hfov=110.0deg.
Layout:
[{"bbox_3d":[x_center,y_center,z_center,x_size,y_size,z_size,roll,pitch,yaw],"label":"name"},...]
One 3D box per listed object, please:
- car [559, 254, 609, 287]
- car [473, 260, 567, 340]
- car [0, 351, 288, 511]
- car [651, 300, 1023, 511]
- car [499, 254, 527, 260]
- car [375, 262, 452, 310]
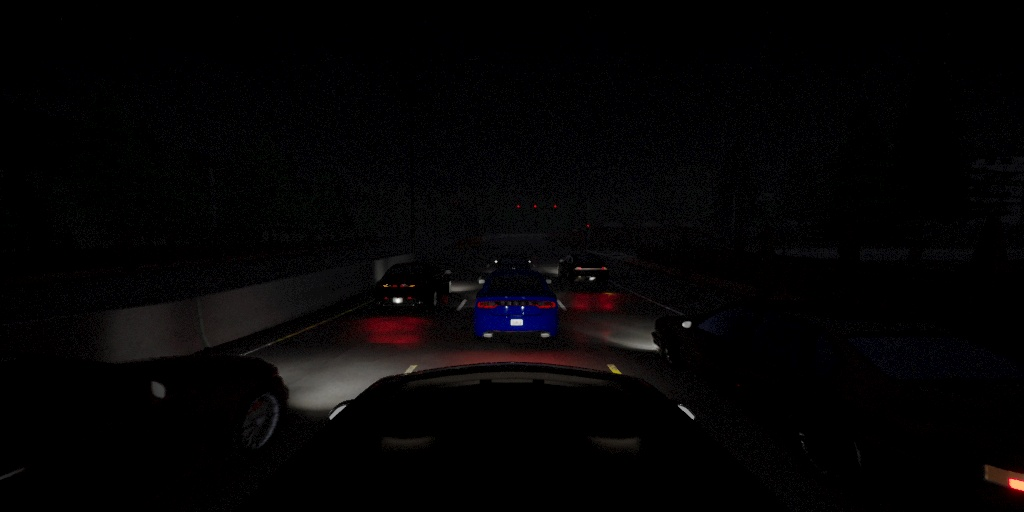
[{"bbox_3d":[3.558,0.620,18.319,2.128,1.511,4.902,0,4,0],"label":"car"},{"bbox_3d":[0.088,1.078,9.588,1.882,1.535,5.008,0,2,0],"label":"car"},{"bbox_3d":[-3.400,1.277,2.033,1.812,1.442,4.674,0,0,0],"label":"car"},{"bbox_3d":[3.603,1.276,4.469,2.033,1.411,5.357,0,1,0],"label":"car"},{"bbox_3d":[0.054,0.606,19.294,2.033,1.411,5.357,0,4,0],"label":"car"},{"bbox_3d":[-3.422,0.954,13.109,1.837,1.490,4.892,0,3,0],"label":"car"}]
